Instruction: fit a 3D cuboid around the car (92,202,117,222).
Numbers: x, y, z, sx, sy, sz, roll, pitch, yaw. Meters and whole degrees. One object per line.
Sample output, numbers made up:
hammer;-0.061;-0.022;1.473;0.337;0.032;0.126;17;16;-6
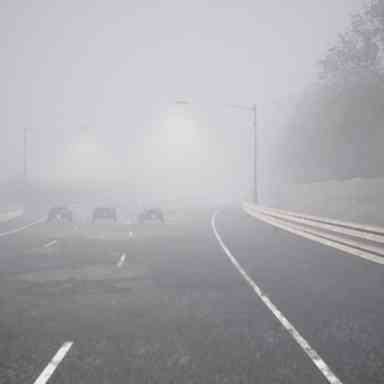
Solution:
car;-7.372;1.604;28.082;1.882;1.535;5.008;0;0;-15

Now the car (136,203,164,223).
car;-3.372;1.619;26.512;1.812;1.442;4.674;0;0;-14

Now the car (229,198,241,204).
car;10.146;2.316;81.449;1.837;1.490;4.892;0;-3;14

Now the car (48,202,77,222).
car;-11.085;1.658;28.422;1.837;1.490;4.892;0;0;-15
